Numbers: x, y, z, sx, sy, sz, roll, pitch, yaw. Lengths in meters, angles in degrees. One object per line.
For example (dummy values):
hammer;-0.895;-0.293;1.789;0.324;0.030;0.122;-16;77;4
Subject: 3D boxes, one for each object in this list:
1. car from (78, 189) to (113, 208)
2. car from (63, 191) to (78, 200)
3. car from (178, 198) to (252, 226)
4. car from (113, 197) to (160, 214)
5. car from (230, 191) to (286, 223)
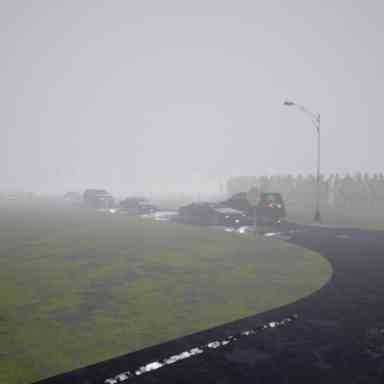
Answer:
car;-11.029;0.681;38.901;2.150;2.045;5.566;-1;1;-36
car;-20.812;0.580;57.470;1.882;1.535;5.008;-1;1;-36
car;1.151;1.320;22.017;2.033;1.411;5.357;-1;1;-36
car;-4.996;1.164;30.527;2.033;1.411;5.357;-1;1;-36
car;3.942;0.966;23.344;2.150;2.045;5.566;-1;1;-37
